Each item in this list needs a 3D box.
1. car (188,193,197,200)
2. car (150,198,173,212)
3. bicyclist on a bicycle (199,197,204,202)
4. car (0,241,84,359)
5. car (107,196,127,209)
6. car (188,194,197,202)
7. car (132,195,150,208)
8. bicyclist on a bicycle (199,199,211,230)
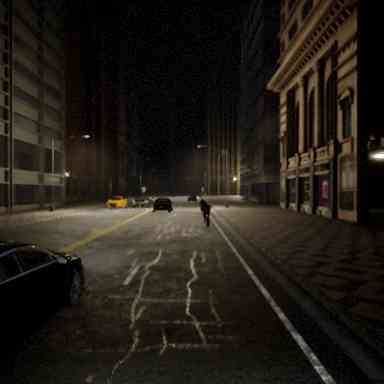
[{"bbox_3d":[0.035,1.114,80.526,2.128,1.511,4.902,0,1,0],"label":"car"},{"bbox_3d":[-3.133,1.368,36.715,1.882,1.535,5.008,0,0,0],"label":"car"},{"bbox_3d":[0.909,1.301,29.086,0.659,1.776,1.843,0,1,0],"label":"bicyclist on a bicycle"},{"bbox_3d":[-3.148,1.487,4.991,2.128,1.511,4.902,0,0,0],"label":"car"},{"bbox_3d":[-9.810,1.328,43.804,1.882,1.535,5.008,0,0,0],"label":"car"},{"bbox_3d":[0.060,1.231,69.160,2.033,1.411,5.357,0,0,0],"label":"car"},{"bbox_3d":[-6.558,1.200,44.034,2.097,1.767,4.553,0,0,0],"label":"car"},{"bbox_3d":[0.904,1.419,20.126,0.582,1.620,1.656,0,0,0],"label":"bicyclist on a bicycle"}]
